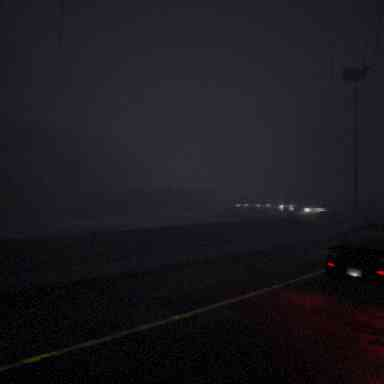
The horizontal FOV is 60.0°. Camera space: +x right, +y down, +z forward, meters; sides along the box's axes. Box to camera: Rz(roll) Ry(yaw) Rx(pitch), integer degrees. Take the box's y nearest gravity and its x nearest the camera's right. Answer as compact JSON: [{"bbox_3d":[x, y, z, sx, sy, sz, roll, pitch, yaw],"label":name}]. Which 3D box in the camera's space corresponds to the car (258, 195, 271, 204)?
[{"bbox_3d":[12.076,1.273,55.683,1.837,1.490,4.892,0,0,11],"label":"car"}]

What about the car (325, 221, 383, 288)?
[{"bbox_3d":[5.056,1.465,8.383,4.674,1.442,1.812,-1,0,-42],"label":"car"}]

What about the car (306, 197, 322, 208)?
[{"bbox_3d":[16.142,1.362,44.031,1.895,1.301,4.718,0,0,19],"label":"car"}]

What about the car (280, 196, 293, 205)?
[{"bbox_3d":[15.361,1.344,54.199,1.895,1.301,4.718,0,0,12],"label":"car"}]

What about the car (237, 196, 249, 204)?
[{"bbox_3d":[8.741,1.340,56.598,2.033,1.411,5.357,0,0,11],"label":"car"}]
